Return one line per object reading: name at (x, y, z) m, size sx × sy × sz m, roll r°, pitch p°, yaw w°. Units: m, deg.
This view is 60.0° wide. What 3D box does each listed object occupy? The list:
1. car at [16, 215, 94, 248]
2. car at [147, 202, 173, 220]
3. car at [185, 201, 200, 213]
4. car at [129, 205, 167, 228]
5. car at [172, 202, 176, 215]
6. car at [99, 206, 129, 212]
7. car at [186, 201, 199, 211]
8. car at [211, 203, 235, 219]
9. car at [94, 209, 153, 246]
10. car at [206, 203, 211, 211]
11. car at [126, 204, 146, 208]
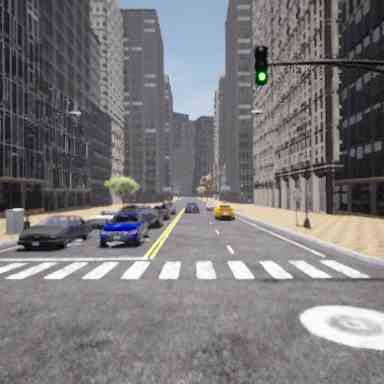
car at (-6.583, 1.858, 16.706) m, size 2.033 × 1.411 × 5.357 m, roll -1°, pitch -1°, yaw 0°
car at (-3.257, 2.108, 34.469) m, size 1.812 × 1.442 × 4.674 m, roll -1°, pitch -1°, yaw 1°
car at (0.021, 2.135, 48.213) m, size 2.097 × 1.767 × 4.553 m, roll -1°, pitch -1°, yaw 0°
car at (-3.316, 2.001, 25.879) m, size 1.994 × 1.385 × 4.181 m, roll -1°, pitch -1°, yaw 1°
car at (-3.232, 2.107, 44.759) m, size 2.097 × 1.767 × 4.553 m, roll -1°, pitch -1°, yaw 0°
car at (-6.571, 2.075, 26.291) m, size 1.895 × 1.301 × 4.718 m, roll -1°, pitch -1°, yaw 0°
car at (0.029, 2.440, 58.243) m, size 2.128 × 1.511 × 4.902 m, roll -1°, pitch -1°, yaw 0°
car at (3.365, 2.015, 35.479) m, size 1.882 × 1.535 × 5.008 m, roll -1°, pitch -1°, yaw 0°
car at (-3.338, 1.814, 17.136) m, size 1.812 × 1.442 × 4.674 m, roll -1°, pitch -1°, yaw 0°
car at (3.358, 2.512, 57.829) m, size 1.895 × 1.301 × 4.718 m, roll -1°, pitch -1°, yaw 0°
car at (-6.494, 2.136, 35.612) m, size 1.837 × 1.490 × 4.892 m, roll -1°, pitch -1°, yaw 0°
